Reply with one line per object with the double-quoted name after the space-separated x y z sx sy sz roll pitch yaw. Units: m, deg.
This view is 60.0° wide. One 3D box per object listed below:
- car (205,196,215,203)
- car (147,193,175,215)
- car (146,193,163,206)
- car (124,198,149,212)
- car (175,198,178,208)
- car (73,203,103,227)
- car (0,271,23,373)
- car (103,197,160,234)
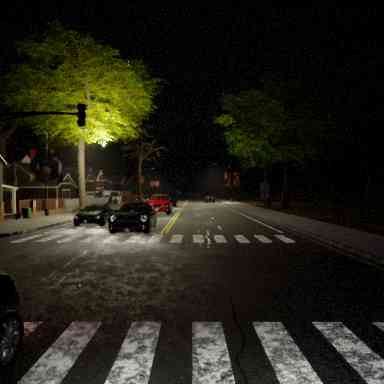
3.677 1.506 67.636 1.837 1.490 4.892 0 0 1 "car"
-3.184 1.213 33.374 2.150 2.045 5.566 0 0 0 "car"
-6.244 1.223 56.279 2.150 2.045 5.566 0 0 1 "car"
-6.406 1.485 38.933 2.128 1.511 4.902 0 0 0 "car"
-3.093 1.502 47.995 1.837 1.490 4.892 0 -1 1 "car"
-6.487 1.519 22.584 1.812 1.442 4.674 0 0 0 "car"
-3.339 1.351 2.583 2.097 1.767 4.553 0 0 0 "car"
-3.258 1.346 18.957 2.097 1.767 4.553 0 0 0 "car"
